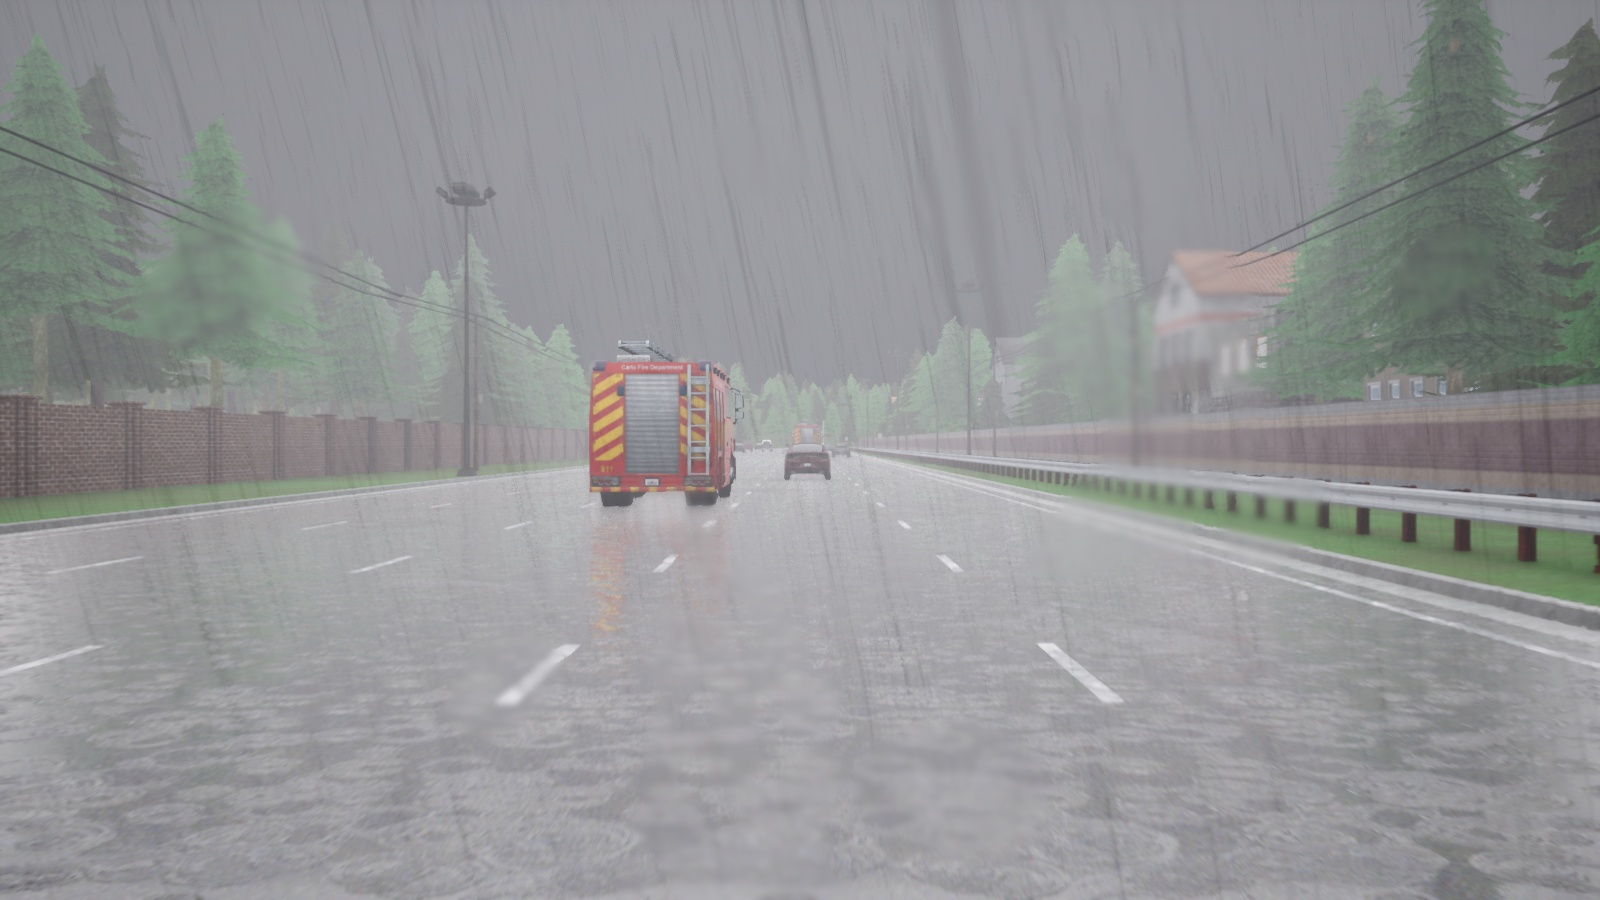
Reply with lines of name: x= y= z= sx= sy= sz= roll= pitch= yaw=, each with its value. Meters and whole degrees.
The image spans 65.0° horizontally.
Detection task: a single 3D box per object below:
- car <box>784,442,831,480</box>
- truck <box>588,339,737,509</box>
car: x=0.317 y=0.426 z=52.864 sx=1.882 sy=1.535 sz=5.008 roll=0 pitch=0 yaw=0
truck: x=-3.299 y=-0.604 z=32.487 sx=2.891 sy=3.827 sz=8.468 roll=0 pitch=0 yaw=0
